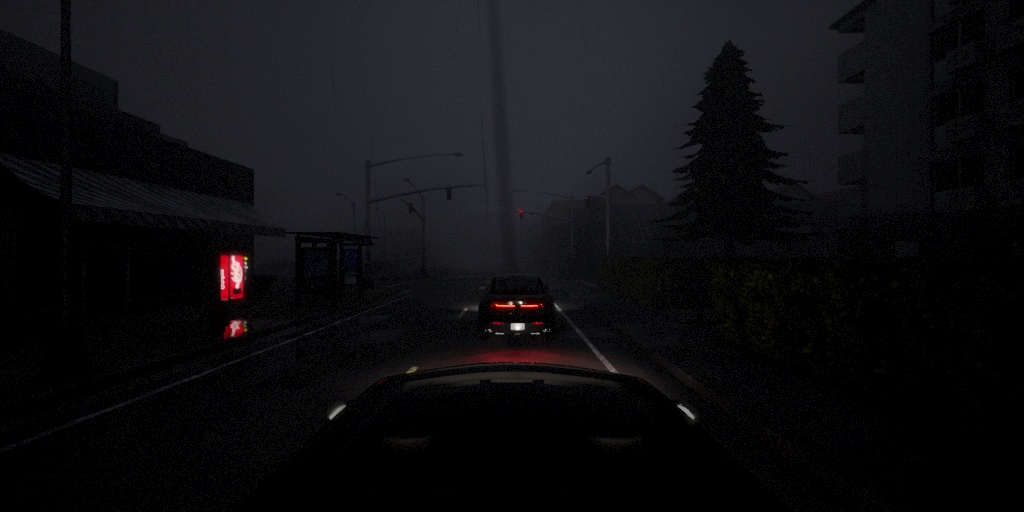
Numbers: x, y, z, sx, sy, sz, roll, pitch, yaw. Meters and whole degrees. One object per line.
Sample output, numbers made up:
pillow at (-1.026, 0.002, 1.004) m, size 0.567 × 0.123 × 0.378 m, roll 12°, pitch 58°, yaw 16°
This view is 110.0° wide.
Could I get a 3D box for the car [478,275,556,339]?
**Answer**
car at (0.116, 1.258, 10.056) m, size 1.837 × 1.490 × 4.892 m, roll 0°, pitch 0°, yaw 0°
